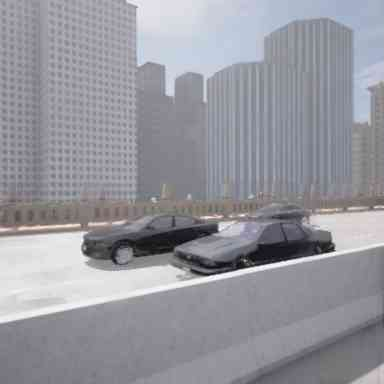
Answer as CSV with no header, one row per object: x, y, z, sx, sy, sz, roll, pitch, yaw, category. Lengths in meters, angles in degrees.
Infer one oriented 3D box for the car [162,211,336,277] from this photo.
2.031,1.516,9.739,5.357,1.411,2.033,0,0,-35,car

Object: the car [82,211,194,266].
-1.267,1.453,11.684,5.008,1.535,1.882,0,0,-35,car

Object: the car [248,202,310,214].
5.396,1.433,20.732,4.892,1.490,1.837,0,0,-35,car
